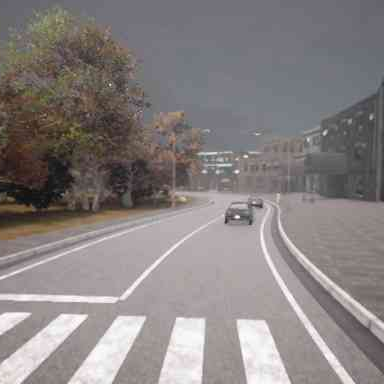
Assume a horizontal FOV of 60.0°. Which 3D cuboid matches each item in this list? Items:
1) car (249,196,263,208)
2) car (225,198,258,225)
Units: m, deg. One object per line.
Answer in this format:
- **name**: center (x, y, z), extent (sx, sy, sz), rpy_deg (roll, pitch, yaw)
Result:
- **car**: center (7.798, 1.206, 41.523), extent (1.994, 1.385, 4.181), rpy_deg (1, 1, 11)
- **car**: center (3.401, 1.412, 23.378), extent (1.812, 1.442, 4.674), rpy_deg (1, 1, 13)
